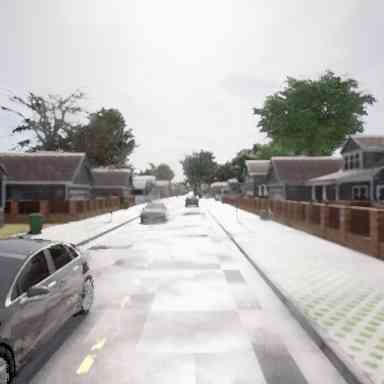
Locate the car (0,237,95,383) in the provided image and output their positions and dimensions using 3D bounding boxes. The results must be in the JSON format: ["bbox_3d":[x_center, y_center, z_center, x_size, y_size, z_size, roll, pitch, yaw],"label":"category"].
[{"bbox_3d":[-2.829,1.508,4.721,1.837,1.490,4.892,0,0,0],"label":"car"}]

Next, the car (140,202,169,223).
[{"bbox_3d":[-2.797,1.521,25.529,1.812,1.442,4.674,0,0,0],"label":"car"}]

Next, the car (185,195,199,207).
[{"bbox_3d":[-0.021,1.300,50.119,2.097,1.767,4.553,0,0,0],"label":"car"}]

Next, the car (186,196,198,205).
[{"bbox_3d":[-0.027,1.428,60.213,2.128,1.511,4.902,0,0,0],"label":"car"}]
